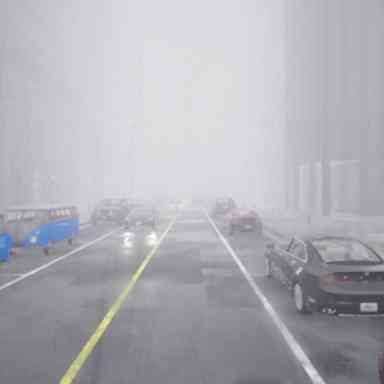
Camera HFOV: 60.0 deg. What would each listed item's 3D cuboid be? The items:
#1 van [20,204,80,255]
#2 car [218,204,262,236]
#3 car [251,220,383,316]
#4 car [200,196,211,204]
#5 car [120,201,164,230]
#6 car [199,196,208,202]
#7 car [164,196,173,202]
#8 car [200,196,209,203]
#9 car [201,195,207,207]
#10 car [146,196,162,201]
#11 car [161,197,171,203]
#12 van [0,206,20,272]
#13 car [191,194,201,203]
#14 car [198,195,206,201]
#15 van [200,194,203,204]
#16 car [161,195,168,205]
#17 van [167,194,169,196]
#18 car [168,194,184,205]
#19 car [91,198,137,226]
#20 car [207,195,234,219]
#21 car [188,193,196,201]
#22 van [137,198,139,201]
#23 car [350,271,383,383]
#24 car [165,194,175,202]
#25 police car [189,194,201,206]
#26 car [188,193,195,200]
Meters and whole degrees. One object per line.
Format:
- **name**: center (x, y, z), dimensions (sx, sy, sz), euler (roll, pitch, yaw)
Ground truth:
- **van**: center (-5.760, 1.365, 12.999), dimensions (1.690, 1.788, 3.998), euler (0, 0, 0)
- **car**: center (2.767, 1.580, 18.647), dimensions (1.887, 1.381, 4.507), euler (0, 0, 0)
- **car**: center (2.763, 1.564, 7.375), dimensions (2.008, 1.369, 4.403), euler (0, 0, 0)
- **car**: center (2.783, 1.603, 69.374), dimensions (1.967, 1.590, 4.097), euler (0, 0, 0)
- **car**: center (-3.093, 1.567, 21.551), dimensions (1.812, 1.442, 4.674), euler (0, 0, 0)
- **car**: center (2.787, 1.746, 80.646), dimensions (2.008, 1.369, 4.403), euler (0, 0, 0)
- **car**: center (-5.738, 1.761, 80.638), dimensions (1.947, 1.339, 4.313), euler (0, 0, 0)
- **car**: center (2.785, 1.705, 75.180), dimensions (1.752, 1.417, 4.829), euler (0, 0, 0)
- **car**: center (2.777, 1.642, 52.635), dimensions (1.752, 1.417, 4.829), euler (0, 0, 0)
- **car**: center (-5.749, 1.645, 46.818), dimensions (1.887, 1.381, 4.507), euler (0, 0, 0)
- **car**: center (-5.740, 1.745, 75.001), dimensions (1.947, 1.339, 4.313), euler (0, 0, 0)
- **van**: center (-5.762, 1.354, 7.363), dimensions (1.690, 1.788, 3.998), euler (0, 0, 0)
- **car**: center (0.883, 1.403, 75.448), dimensions (2.150, 2.045, 5.566), euler (0, 0, 0)
- **car**: center (2.790, 1.667, 91.918), dimensions (1.967, 1.590, 4.097), euler (0, 0, 0)
- **van**: center (2.779, 1.473, 58.101), dimensions (1.690, 1.788, 3.998), euler (0, 0, 0)
- **car**: center (-5.746, 1.697, 58.091), dimensions (1.947, 1.339, 4.313), euler (0, 0, 0)
- **van**: center (-5.743, 1.504, 69.365), dimensions (1.690, 1.788, 3.998), euler (0, 0, 0)
- **car**: center (-3.008, 1.621, 62.275), dimensions (1.882, 1.535, 5.008), euler (0, 0, 1)
- **car**: center (-5.757, 1.362, 24.271), dimensions (2.192, 1.841, 5.009), euler (0, 0, 0)
- **car**: center (2.770, 1.374, 29.920), dimensions (2.192, 1.841, 5.009), euler (0, 0, 0)
- **car**: center (0.031, 1.301, 92.712), dimensions (2.150, 2.045, 5.566), euler (0, 0, 0)
- **van**: center (-5.755, 1.400, 29.908), dimensions (1.690, 1.788, 3.998), euler (0, 0, 0)
- **car**: center (2.761, 1.585, 1.739), dimensions (1.802, 1.307, 4.206), euler (0, 0, 0)
- **car**: center (-5.737, 1.526, 86.275), dimensions (2.192, 1.841, 5.009), euler (0, 0, 0)
- **police car**: center (0.920, 1.561, 59.527), dimensions (1.930, 1.638, 5.238), euler (0, 0, 0)
- **car**: center (0.795, 1.515, 69.367), dimensions (2.097, 1.767, 4.553), euler (0, 0, -1)
